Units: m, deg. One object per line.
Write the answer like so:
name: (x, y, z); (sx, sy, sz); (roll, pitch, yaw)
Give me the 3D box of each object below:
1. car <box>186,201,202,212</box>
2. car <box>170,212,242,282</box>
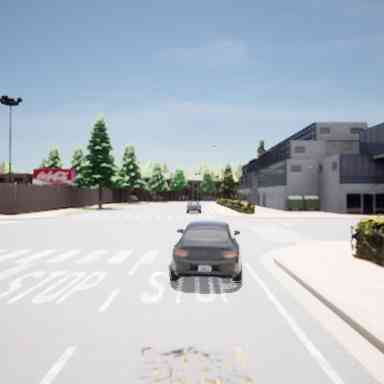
car: (0.245, 1.847, 40.927); (2.033, 1.411, 5.357); (0, 0, 0)
car: (0.474, 1.582, 9.947); (1.812, 1.442, 4.674); (1, 0, 4)
